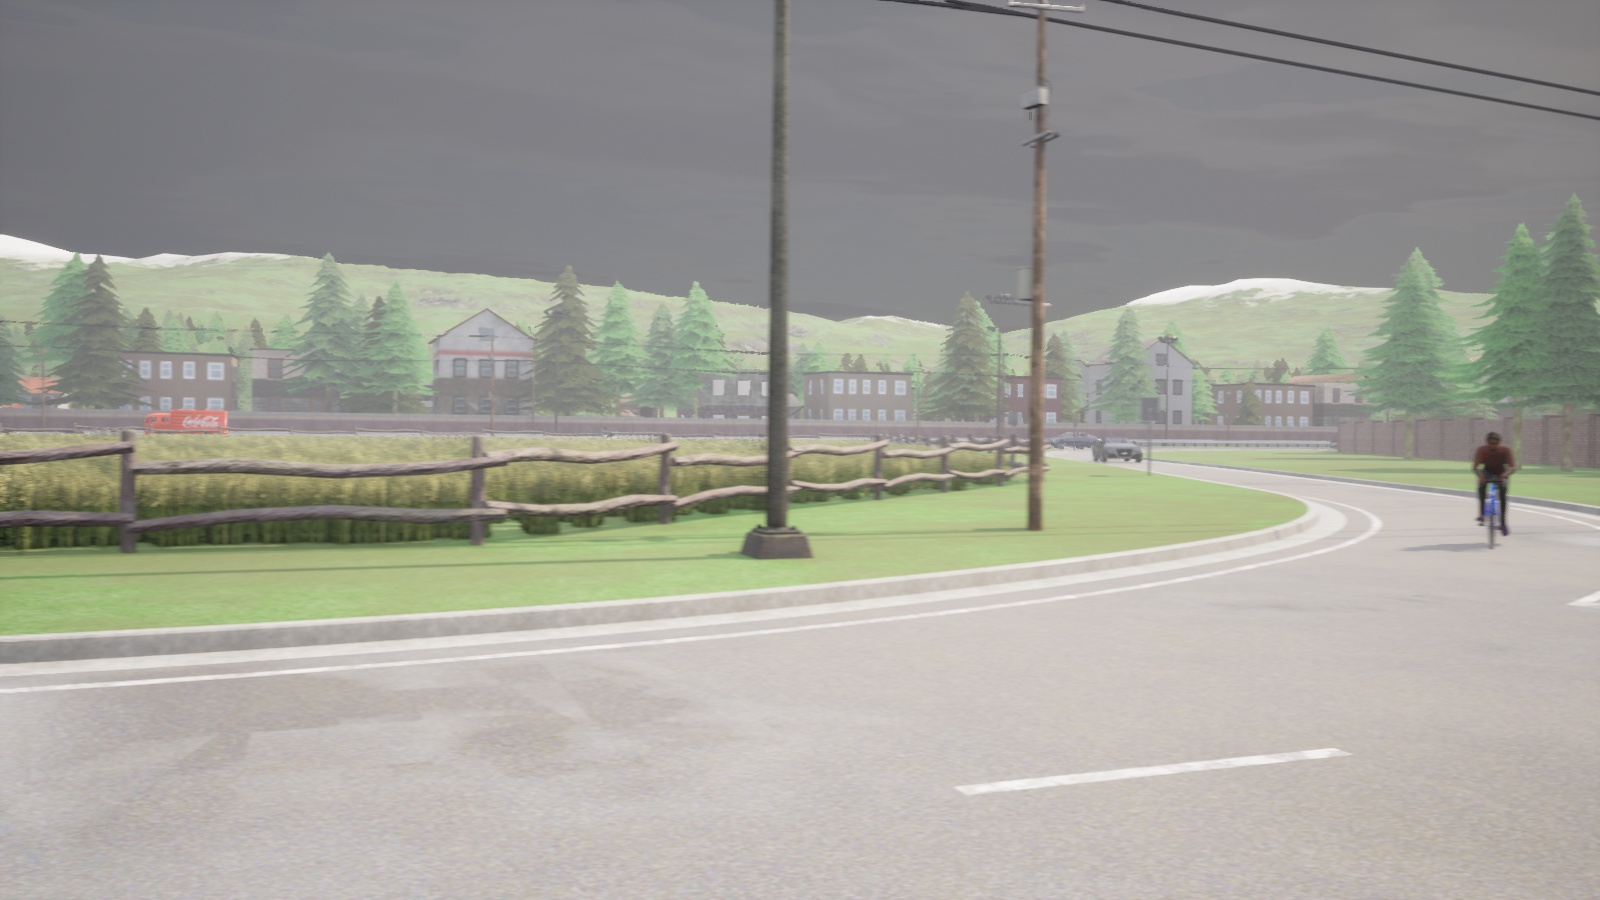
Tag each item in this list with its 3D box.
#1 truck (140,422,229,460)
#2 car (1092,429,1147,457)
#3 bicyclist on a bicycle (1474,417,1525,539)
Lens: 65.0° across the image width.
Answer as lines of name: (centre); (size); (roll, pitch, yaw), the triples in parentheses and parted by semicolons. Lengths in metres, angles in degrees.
truck: (-42.378, -0.640, 86.605); (5.204, 2.467, 2.627); (-1, 1, -21)
car: (16.791, -0.394, 66.211); (1.994, 1.385, 4.181); (-1, 1, 3)
bicyclist on a bicycle: (9.819, 0.360, 17.611); (0.582, 1.620, 1.656); (0, 2, 30)
